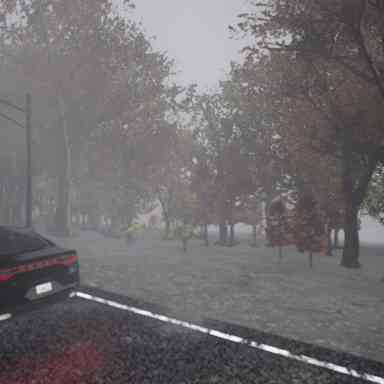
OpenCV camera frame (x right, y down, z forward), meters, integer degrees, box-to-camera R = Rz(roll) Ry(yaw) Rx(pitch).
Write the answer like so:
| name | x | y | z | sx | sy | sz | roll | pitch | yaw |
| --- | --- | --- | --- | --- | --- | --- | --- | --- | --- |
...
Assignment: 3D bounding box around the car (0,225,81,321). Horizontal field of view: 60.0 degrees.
| name | x | y | z | sx | sy | sz | roll | pitch | yaw |
| --- | --- | --- | --- | --- | --- | --- | --- | --- | --- |
| car | -4.364 | 1.435 | 6.764 | 5.008 | 1.535 | 1.882 | -2 | 2 | 36 |
